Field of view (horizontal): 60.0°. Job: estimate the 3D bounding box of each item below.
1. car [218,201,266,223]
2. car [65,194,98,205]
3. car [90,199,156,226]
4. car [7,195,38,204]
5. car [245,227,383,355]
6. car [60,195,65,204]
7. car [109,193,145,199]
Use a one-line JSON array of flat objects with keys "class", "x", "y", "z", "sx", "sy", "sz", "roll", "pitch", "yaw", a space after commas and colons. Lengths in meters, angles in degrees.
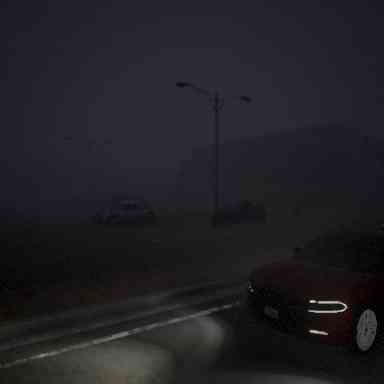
[{"class": "car", "x": 3.451, "y": 1.363, "z": 23.477, "sx": 3.633, "sy": 1.501, "sz": 1.845, "roll": 0, "pitch": 0, "yaw": -35}, {"class": "car", "x": -16.413, "y": 1.144, "z": 51.421, "sx": 5.027, "sy": 1.636, "sz": 2.152, "roll": 0, "pitch": 0, "yaw": -35}, {"class": "car", "x": -4.339, "y": 1.379, "z": 21.669, "sx": 3.806, "sy": 1.475, "sz": 1.970, "roll": 0, "pitch": 0, "yaw": -35}, {"class": "car", "x": -28.231, "y": 1.294, "z": 55.460, "sx": 4.514, "sy": 1.523, "sz": 2.007, "roll": 0, "pitch": 0, "yaw": -35}, {"class": "car", "x": 3.188, "y": 1.473, "z": 6.251, "sx": 5.008, "sy": 1.535, "sz": 1.882, "roll": 0, "pitch": 0, "yaw": -35}, {"class": "car", "x": -20.355, "y": 1.223, "z": 56.496, "sx": 3.806, "sy": 1.475, "sz": 1.970, "roll": 0, "pitch": 0, "yaw": -35}, {"class": "car", "x": -7.082, "y": 1.087, "z": 38.788, "sx": 4.605, "sy": 1.855, "sz": 1.932, "roll": 0, "pitch": 0, "yaw": -35}]
